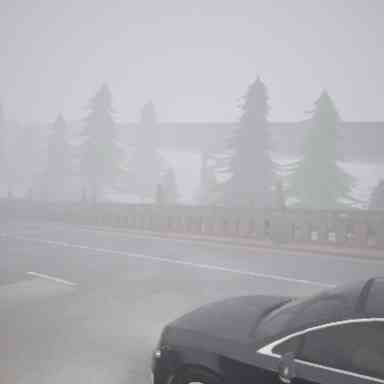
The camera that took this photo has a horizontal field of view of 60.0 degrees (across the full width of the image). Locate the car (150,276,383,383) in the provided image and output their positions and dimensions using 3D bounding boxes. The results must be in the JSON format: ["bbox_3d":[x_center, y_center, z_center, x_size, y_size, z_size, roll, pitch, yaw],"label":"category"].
[{"bbox_3d":[1.815,1.503,2.698,4.892,1.490,1.837,-1,0,36],"label":"car"}]
